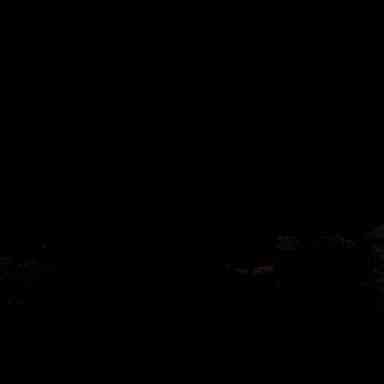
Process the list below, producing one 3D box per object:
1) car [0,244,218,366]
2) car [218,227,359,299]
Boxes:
[{"bbox_3d":[-1.922,1.565,5.164,4.313,1.339,1.947,0,0,-35],"label":"car"},{"bbox_3d":[2.560,1.578,8.354,4.206,1.307,1.802,0,0,-35],"label":"car"}]
